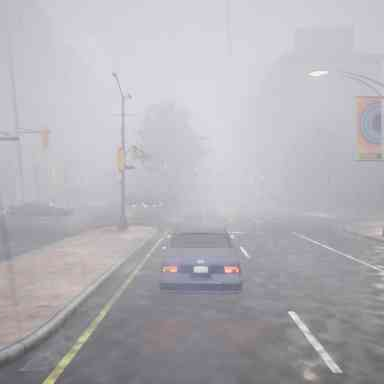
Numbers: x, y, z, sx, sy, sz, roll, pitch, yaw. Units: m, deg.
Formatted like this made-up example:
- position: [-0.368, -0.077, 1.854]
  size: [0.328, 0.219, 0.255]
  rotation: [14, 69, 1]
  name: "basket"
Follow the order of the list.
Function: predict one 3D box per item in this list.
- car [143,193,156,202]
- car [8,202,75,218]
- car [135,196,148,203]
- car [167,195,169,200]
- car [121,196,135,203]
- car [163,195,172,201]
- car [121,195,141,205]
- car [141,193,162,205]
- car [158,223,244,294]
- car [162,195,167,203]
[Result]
- position: [-10.036, 1.225, 78.741]
  size: [2.150, 2.045, 5.566]
  rotation: [0, 0, 1]
  name: "car"
- position: [-13.232, 1.547, 29.304]
  size: [5.357, 1.411, 2.033]
  rotation: [0, 0, 1]
  name: "car"
- position: [-10.244, 1.505, 68.056]
  size: [1.837, 1.490, 4.892]
  rotation: [0, 0, 1]
  name: "car"
- position: [-6.577, 1.525, 76.548]
  size: [2.128, 1.511, 4.902]
  rotation: [0, 0, 1]
  name: "car"
- position: [-13.453, 1.595, 69.845]
  size: [1.895, 1.301, 4.718]
  rotation: [0, 0, 1]
  name: "car"
- position: [-6.387, 1.478, 86.642]
  size: [1.882, 1.535, 5.008]
  rotation: [0, 0, 1]
  name: "car"
- position: [-10.506, 1.352, 57.881]
  size: [2.097, 1.767, 4.553]
  rotation: [0, 0, 1]
  name: "car"
- position: [-7.006, 1.352, 58.003]
  size: [2.097, 1.767, 4.553]
  rotation: [0, 0, 1]
  name: "car"
- position: [0.231, 1.547, 8.949]
  size: [2.033, 1.411, 5.357]
  rotation: [0, 0, 1]
  name: "car"
- position: [-6.788, 1.352, 66.775]
  size: [2.097, 1.767, 4.553]
  rotation: [0, 0, 1]
  name: "car"
